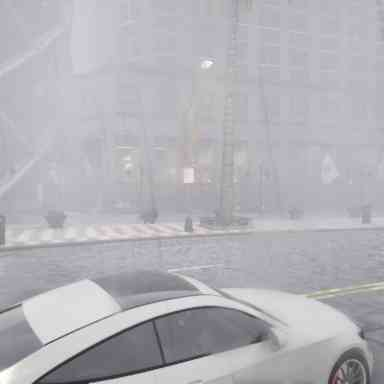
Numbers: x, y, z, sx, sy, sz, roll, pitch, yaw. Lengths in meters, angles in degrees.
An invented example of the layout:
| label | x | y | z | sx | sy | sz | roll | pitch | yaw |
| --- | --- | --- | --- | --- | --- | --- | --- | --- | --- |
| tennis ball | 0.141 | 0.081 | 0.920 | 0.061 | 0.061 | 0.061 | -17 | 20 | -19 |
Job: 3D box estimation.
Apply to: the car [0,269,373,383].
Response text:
| label | x | y | z | sx | sy | sz | roll | pitch | yaw |
| --- | --- | --- | --- | --- | --- | --- | --- | --- | --- |
| car | -0.240 | 1.526 | 3.174 | 4.674 | 1.442 | 1.812 | 0 | 0 | -33 |
